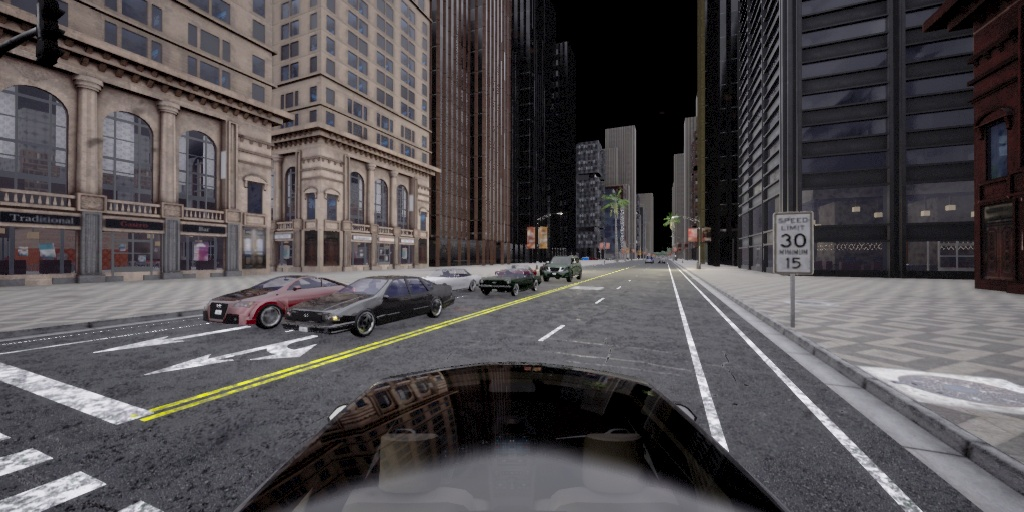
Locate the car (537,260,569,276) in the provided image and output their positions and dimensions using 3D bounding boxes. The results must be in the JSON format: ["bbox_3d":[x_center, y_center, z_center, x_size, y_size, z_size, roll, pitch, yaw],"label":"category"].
[{"bbox_3d":[4.420,1.251,37.941,1.882,1.535,5.008,0,0,24],"label":"car"}]

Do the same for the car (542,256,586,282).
[{"bbox_3d":[4.237,0.987,29.363,2.150,2.045,5.566,0,0,23],"label":"car"}]

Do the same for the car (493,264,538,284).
[{"bbox_3d":[0.359,1.364,28.577,1.895,1.301,4.718,0,0,23],"label":"car"}]

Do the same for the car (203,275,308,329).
[{"bbox_3d":[-7.026,1.316,11.372,1.994,1.385,4.181,0,0,23],"label":"car"}]

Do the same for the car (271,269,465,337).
[{"bbox_3d":[-3.771,1.299,10.725,2.033,1.411,5.357,0,0,23],"label":"car"}]

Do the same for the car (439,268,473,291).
[{"bbox_3d":[-3.574,1.357,19.425,1.895,1.301,4.718,0,0,23],"label":"car"}]

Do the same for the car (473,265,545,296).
[{"bbox_3d":[0.012,1.358,19.536,1.895,1.301,4.718,0,0,23],"label":"car"}]
